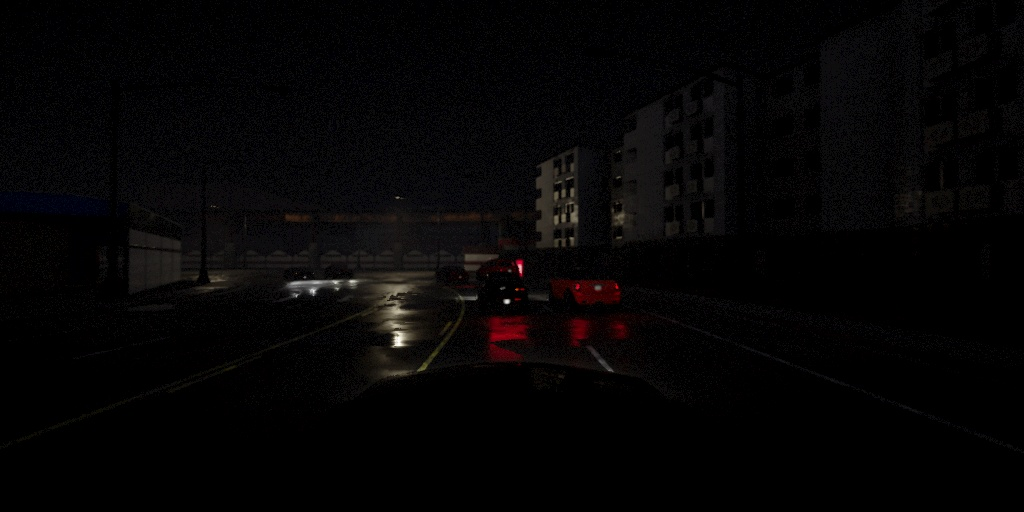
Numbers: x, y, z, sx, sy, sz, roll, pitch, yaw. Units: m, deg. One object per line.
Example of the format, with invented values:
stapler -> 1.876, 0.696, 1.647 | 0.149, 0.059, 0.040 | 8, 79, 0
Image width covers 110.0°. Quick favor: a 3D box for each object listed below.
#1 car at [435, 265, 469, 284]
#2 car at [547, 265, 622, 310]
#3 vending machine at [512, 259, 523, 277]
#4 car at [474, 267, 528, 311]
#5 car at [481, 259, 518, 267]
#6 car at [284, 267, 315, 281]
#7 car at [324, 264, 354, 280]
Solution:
car -> -5.242, 1.548, 30.962 | 1.882, 1.535, 5.008 | 0, 0, -26
car -> 2.983, 1.255, 15.716 | 2.097, 1.767, 4.553 | 0, -1, -8
vending machine -> 0.642, 1.364, 39.850 | 1.100, 2.100, 0.880 | 0, 0, -31
car -> -0.508, 1.408, 15.467 | 1.837, 1.490, 4.892 | 0, 0, -8
car -> -1.277, 1.295, 30.856 | 2.150, 2.045, 5.566 | 0, 0, -25
car -> -21.182, 1.723, 35.709 | 1.895, 1.301, 4.718 | 1, -1, -43
car -> -18.144, 1.620, 37.506 | 1.882, 1.535, 5.008 | 1, -1, -42
